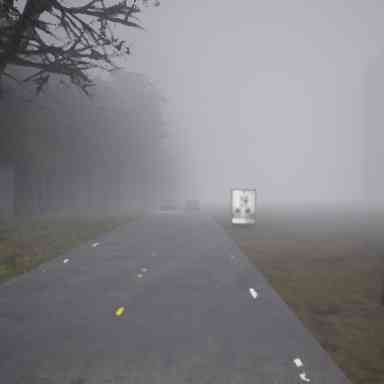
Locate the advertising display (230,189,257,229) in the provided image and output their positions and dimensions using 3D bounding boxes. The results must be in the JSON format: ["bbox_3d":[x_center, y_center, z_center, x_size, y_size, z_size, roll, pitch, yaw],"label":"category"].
[{"bbox_3d":[3.138,1.039,20.364,1.540,2.440,0.280,1,1,0],"label":"advertising display"}]

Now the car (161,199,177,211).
[{"bbox_3d":[-2.844,1.637,42.801,2.033,1.411,5.357,0,0,0],"label":"car"}]

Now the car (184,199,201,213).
[{"bbox_3d":[0.070,1.620,38.394,2.033,1.411,5.357,0,0,0],"label":"car"}]

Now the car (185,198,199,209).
[{"bbox_3d":[0.004,1.681,49.298,1.994,1.385,4.181,0,0,0],"label":"car"}]
